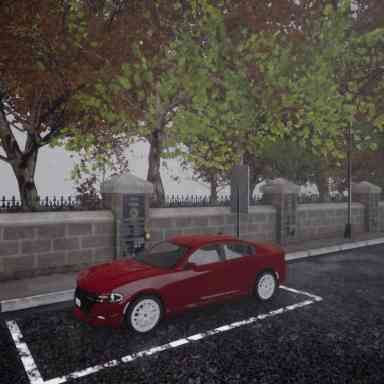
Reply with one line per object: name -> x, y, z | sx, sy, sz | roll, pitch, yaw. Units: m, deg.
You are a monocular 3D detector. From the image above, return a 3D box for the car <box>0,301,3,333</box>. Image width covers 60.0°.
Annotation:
car -> -4.500, 1.551, 3.446 | 4.403, 1.369, 2.008 | 0, 0, -35

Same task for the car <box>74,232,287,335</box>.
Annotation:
car -> -0.018, 1.545, 6.702 | 4.507, 1.381, 1.887 | 0, 0, -35
